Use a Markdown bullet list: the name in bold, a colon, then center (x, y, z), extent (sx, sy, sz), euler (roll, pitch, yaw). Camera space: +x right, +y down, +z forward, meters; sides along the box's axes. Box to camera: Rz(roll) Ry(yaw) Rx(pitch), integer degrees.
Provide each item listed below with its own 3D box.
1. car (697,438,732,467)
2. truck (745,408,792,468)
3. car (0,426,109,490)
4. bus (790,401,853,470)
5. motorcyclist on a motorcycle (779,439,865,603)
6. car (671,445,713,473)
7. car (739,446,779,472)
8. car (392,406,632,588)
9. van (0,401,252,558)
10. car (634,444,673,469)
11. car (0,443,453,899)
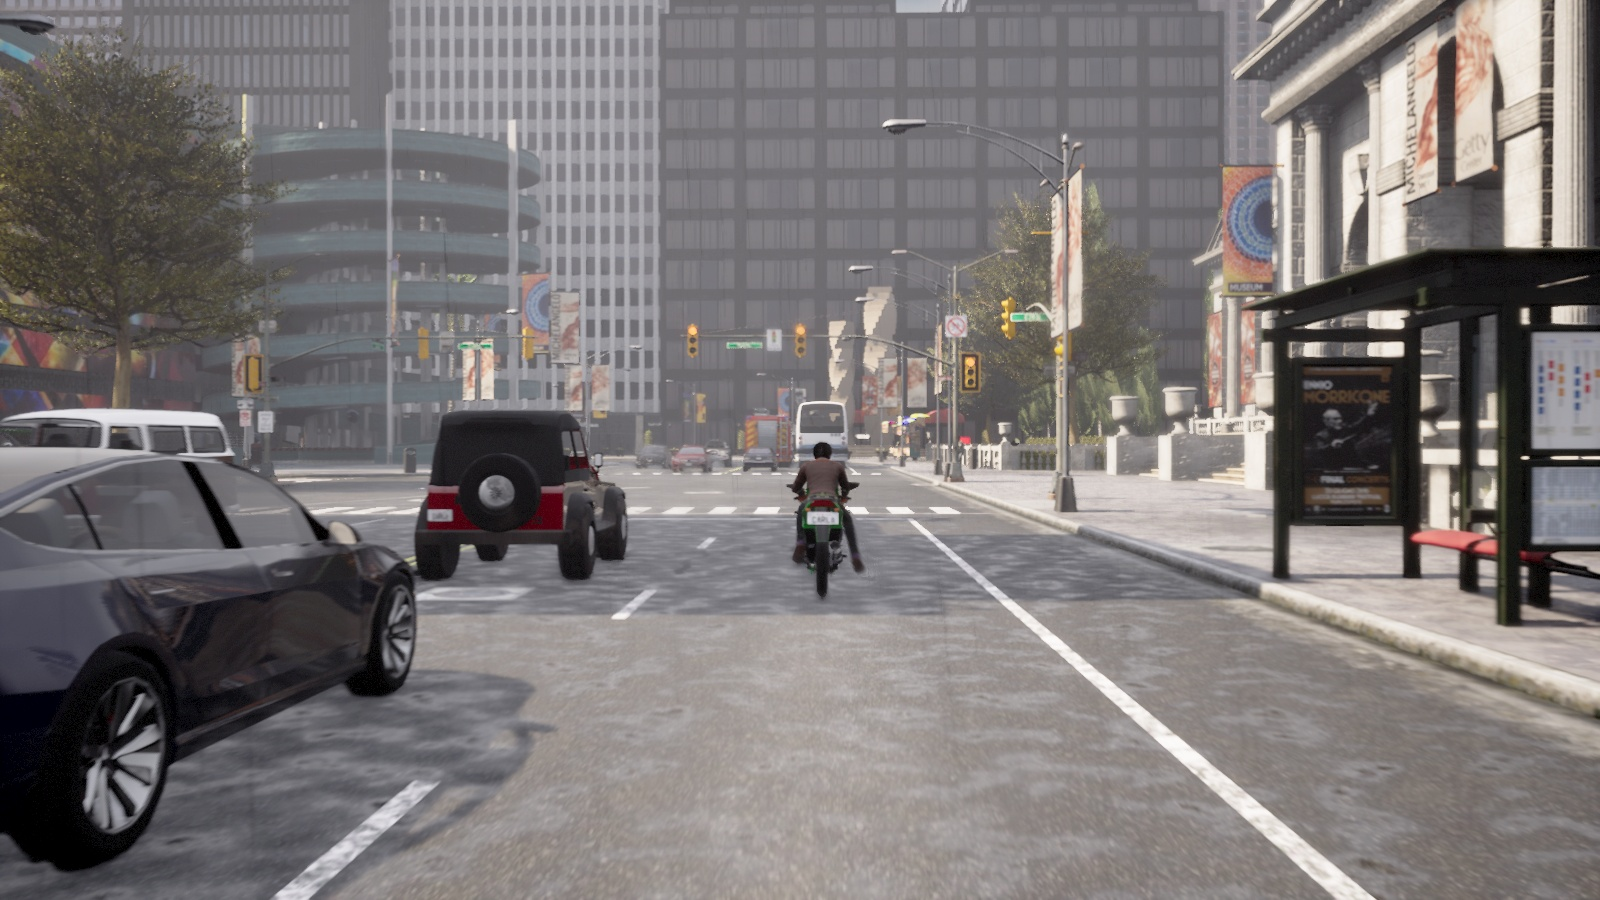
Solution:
- **car**: center (-5.576, 0.182, 82.687), extent (1.932, 1.855, 4.605), euler (0, 0, 1)
- **truck**: center (-2.048, -0.805, 84.865), extent (2.891, 3.827, 8.468), euler (0, 0, 1)
- **car**: center (-25.979, 0.255, 41.105), extent (5.566, 2.045, 2.150), euler (0, 0, 1)
- **bus**: center (1.433, -1.007, 83.323), extent (3.944, 4.253, 10.273), euler (0, 1, 1)
- **motorcyclist on a motorcycle**: center (0.222, 0.669, 12.690), extent (0.797, 1.523, 2.044), euler (0, -1, 1)
- **car**: center (-5.805, 0.459, 67.814), extent (1.812, 1.442, 4.674), euler (0, 0, 1)
- **car**: center (-2.252, 0.470, 70.741), extent (2.033, 1.411, 5.357), euler (0, 0, 0)
- **car**: center (-3.239, 0.472, 14.914), extent (1.905, 1.878, 3.866), euler (0, 0, 1)
- **van**: center (-10.175, 0.376, 18.614), extent (2.069, 2.038, 4.480), euler (0, 0, 1)
- **car**: center (-9.134, 0.386, 78.506), extent (1.837, 1.490, 4.892), euler (0, 0, 1)
- **car**: center (-3.391, 0.716, 5.863), extent (2.163, 1.488, 4.792), euler (0, 0, 1)
